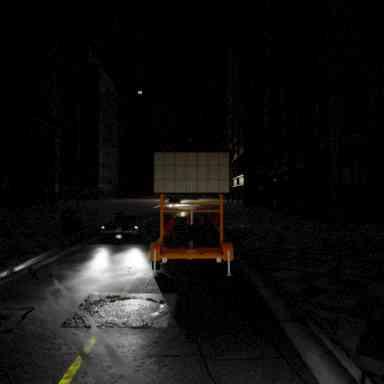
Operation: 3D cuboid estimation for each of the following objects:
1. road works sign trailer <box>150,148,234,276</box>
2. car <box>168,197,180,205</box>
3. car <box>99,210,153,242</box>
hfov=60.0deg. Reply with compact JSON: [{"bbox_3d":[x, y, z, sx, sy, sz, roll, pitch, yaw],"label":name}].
[{"bbox_3d":[-0.009,0.464,10.307,2.380,3.560,2.880,0,0,0],"label":"road works sign trailer"},{"bbox_3d":[-3.138,1.560,58.961,1.994,1.385,4.181,0,0,0],"label":"car"},{"bbox_3d":[-3.117,1.599,16.426,1.895,1.301,4.718,0,0,0],"label":"car"}]
